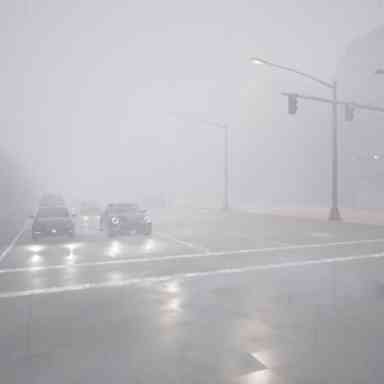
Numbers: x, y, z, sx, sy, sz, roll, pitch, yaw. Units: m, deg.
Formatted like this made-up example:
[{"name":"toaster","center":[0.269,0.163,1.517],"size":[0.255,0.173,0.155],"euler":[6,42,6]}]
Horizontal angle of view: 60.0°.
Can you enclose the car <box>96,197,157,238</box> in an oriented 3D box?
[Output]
[{"name":"car","center":[-3.667,1.351,17.939],"size":[2.097,1.767,4.553],"euler":[0,0,-23]}]

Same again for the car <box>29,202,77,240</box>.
[{"name":"car","center":[-7.112,1.504,17.093],"size":[1.837,1.490,4.892],"euler":[0,0,-23]}]

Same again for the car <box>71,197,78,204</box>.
[{"name":"car","center":[-17.398,1.545,50.468],"size":[1.812,1.442,4.674],"euler":[0,0,-23]}]

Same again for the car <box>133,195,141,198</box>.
[{"name":"car","center":[-9.684,1.351,59.155],"size":[2.097,1.767,4.553],"euler":[0,0,-23]}]

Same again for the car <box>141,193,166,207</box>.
[{"name":"car","center":[-5.544,1.220,49.537],"size":[2.150,2.045,5.566],"euler":[0,0,-23]}]

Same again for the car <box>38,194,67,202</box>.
[{"name":"car","center":[-13.009,1.222,30.957],"size":[2.150,2.045,5.566],"euler":[0,0,-23]}]

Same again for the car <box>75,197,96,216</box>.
[{"name":"car","center":[-9.970,1.546,32.754],"size":[2.033,1.411,5.357],"euler":[0,0,-23]}]

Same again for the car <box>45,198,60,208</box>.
[{"name":"car","center":[-20.444,1.599,48.673],"size":[1.895,1.301,4.718],"euler":[0,0,-23]}]
